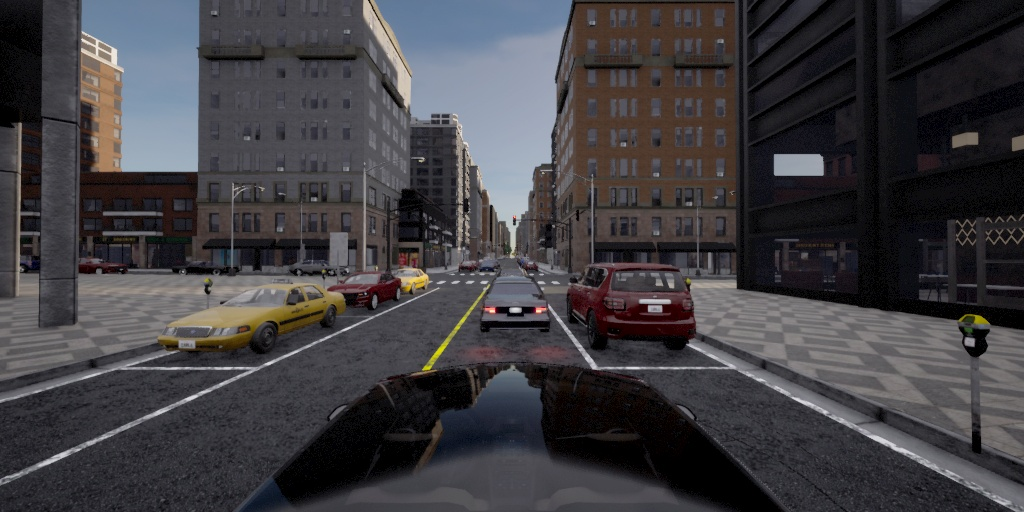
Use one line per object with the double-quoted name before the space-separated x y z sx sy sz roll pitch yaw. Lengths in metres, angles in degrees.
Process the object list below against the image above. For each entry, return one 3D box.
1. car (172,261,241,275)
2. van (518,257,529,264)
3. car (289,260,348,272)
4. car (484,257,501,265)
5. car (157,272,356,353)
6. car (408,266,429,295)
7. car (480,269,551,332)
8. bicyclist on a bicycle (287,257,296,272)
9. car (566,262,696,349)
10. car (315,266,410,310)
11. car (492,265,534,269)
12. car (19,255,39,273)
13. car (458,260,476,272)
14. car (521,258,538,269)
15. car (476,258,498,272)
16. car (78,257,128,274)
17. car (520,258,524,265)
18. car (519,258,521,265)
"car" -26.740 1.112 31.482 4.718 1.301 1.895 1 -1 0
"van" 2.495 1.108 64.352 1.690 1.789 3.998 0 0 0
"car" -16.843 1.092 31.449 4.902 1.511 2.128 1 -1 0
"car" -3.234 1.328 56.613 1.994 1.385 4.181 0 0 0
"car" -5.877 1.277 8.879 1.751 1.417 4.829 0 0 0
"car" -5.908 1.279 20.128 1.751 1.417 4.829 0 0 0
"car" 0.066 1.299 10.795 2.033 1.411 5.357 0 0 0
"bicyclist on a bicycle" -23.112 0.909 37.711 0.582 1.620 1.656 0 0 0
"car" 2.649 1.066 9.064 2.192 1.841 5.009 0 0 0
"car" -5.893 1.298 14.673 1.888 1.381 4.507 0 0 0
"car" 0.018 1.355 20.522 1.895 1.301 4.718 0 0 0
"car" -47.617 0.704 34.694 4.553 1.767 2.097 1 -1 1
"car" -5.984 1.306 47.317 1.888 1.381 4.507 0 0 0
"car" 2.542 1.343 47.332 1.802 1.307 4.207 0 0 0
"car" -3.249 1.308 46.758 2.033 1.411 5.357 0 0 -4
"car" -36.835 0.897 31.524 5.008 1.535 1.882 1 -1 0
"car" 2.526 1.344 53.005 1.802 1.307 4.207 0 0 0
"car" 2.510 1.346 58.679 1.802 1.307 4.207 0 0 0
